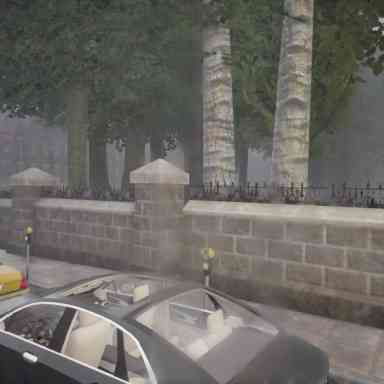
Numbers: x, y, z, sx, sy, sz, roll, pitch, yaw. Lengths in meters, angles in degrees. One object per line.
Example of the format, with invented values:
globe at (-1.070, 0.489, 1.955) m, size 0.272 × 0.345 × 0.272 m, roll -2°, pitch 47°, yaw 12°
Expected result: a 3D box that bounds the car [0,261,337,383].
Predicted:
car at (-0.872, 1.550, 3.416) m, size 4.403 × 1.369 × 2.008 m, roll 0°, pitch 1°, yaw 36°
